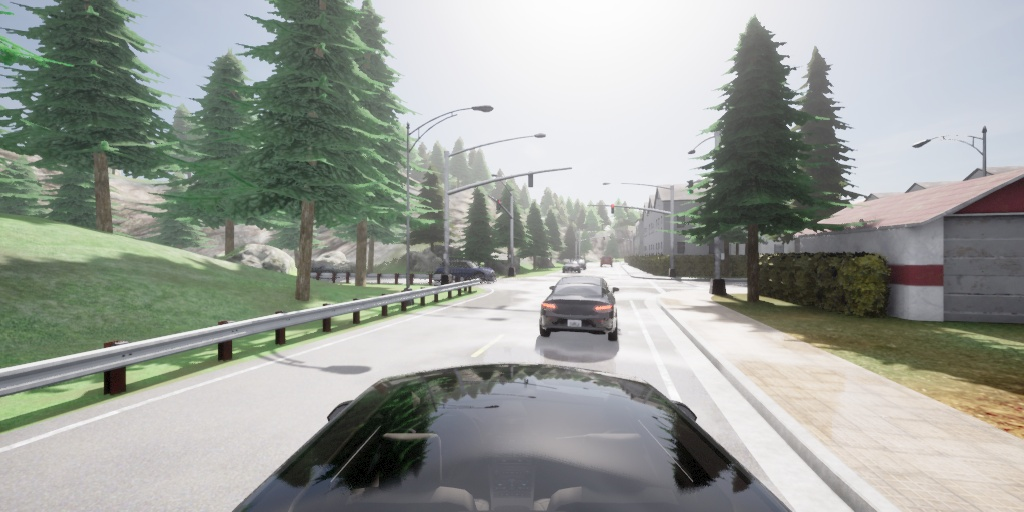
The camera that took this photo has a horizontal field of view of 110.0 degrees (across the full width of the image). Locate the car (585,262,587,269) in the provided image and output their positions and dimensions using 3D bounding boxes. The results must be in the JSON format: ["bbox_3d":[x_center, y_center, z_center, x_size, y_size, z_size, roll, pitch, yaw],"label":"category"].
[{"bbox_3d":[9.956,1.241,52.873,2.128,1.511,4.902,0,0,16],"label":"car"}]

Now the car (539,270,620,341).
[{"bbox_3d":[1.939,1.276,9.902,1.812,1.442,4.674,0,0,15],"label":"car"}]

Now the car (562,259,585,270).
[{"bbox_3d":[7.270,1.314,43.184,1.994,1.385,4.181,0,0,15],"label":"car"}]

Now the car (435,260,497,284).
[{"bbox_3d":[-3.463,1.115,26.846,4.553,1.767,2.097,0,0,14],"label":"car"}]

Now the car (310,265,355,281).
[{"bbox_3d":[-15.596,1.366,30.088,4.718,1.301,1.895,0,0,15],"label":"car"}]
